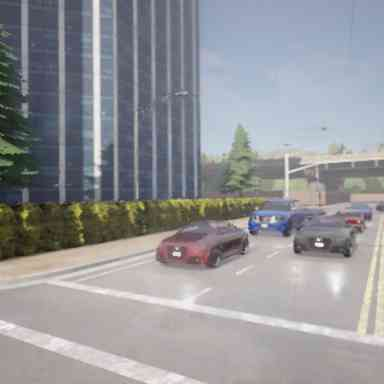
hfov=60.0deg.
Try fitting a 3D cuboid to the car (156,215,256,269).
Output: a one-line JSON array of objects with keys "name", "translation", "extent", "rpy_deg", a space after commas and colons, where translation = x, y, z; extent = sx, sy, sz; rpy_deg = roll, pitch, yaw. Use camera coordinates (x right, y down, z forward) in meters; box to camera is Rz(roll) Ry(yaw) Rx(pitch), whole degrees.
[{"name": "car", "translation": [0.532, 1.735, 11.968], "extent": [1.994, 1.385, 4.181], "rpy_deg": [-1, -1, 30]}]

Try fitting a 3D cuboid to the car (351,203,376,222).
[{"name": "car", "translation": [15.023, 1.734, 29.726], "extent": [1.882, 1.535, 5.008], "rpy_deg": [-1, -1, 31]}]

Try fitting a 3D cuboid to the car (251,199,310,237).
[{"name": "car", "translation": [5.243, 1.453, 20.031], "extent": [2.150, 2.045, 5.566], "rpy_deg": [-1, -1, 30]}]

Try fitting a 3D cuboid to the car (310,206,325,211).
[{"name": "car", "translation": [10.321, 1.896, 28.656], "extent": [1.895, 1.301, 4.718], "rpy_deg": [-1, -1, 31]}]

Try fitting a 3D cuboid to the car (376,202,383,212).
[{"name": "car", "translation": [24.706, 1.858, 41.952], "extent": [1.994, 1.385, 4.181], "rpy_deg": [-1, -1, 10]}]

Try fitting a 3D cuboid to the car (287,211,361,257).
[{"name": "car", "translation": [5.536, 1.700, 13.591], "extent": [1.994, 1.385, 4.181], "rpy_deg": [-1, -1, 30]}]

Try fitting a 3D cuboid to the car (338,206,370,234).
[{"name": "car", "translation": [9.962, 1.793, 21.148], "extent": [1.895, 1.301, 4.718], "rpy_deg": [-1, -1, 30]}]
